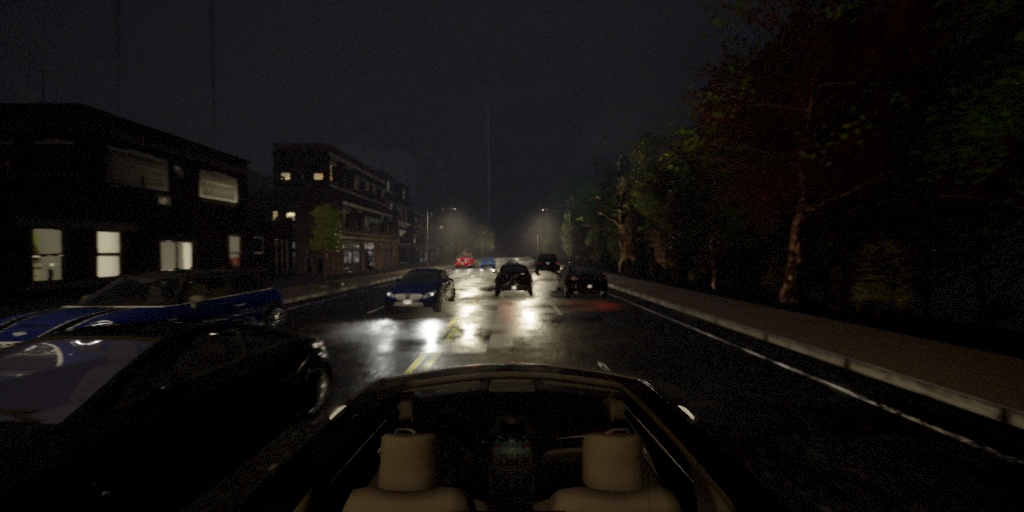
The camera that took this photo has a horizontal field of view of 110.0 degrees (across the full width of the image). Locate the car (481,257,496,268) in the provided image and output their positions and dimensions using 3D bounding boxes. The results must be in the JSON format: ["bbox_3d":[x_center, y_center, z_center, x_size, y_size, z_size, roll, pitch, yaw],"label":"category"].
[{"bbox_3d":[-3.296,0.919,50.358,1.882,1.535,5.008,0,0,1],"label":"car"}]

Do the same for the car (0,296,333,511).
[{"bbox_3d":[-3.340,1.306,2.984,1.994,1.385,4.181,0,0,0],"label":"car"}]

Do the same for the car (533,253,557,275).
[{"bbox_3d":[3.332,0.760,35.607,2.150,2.045,5.566,0,1,0],"label":"car"}]

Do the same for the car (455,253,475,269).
[{"bbox_3d":[-6.547,0.657,50.309,2.150,2.045,5.566,0,1,1],"label":"car"}]

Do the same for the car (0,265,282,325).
[{"bbox_3d":[-6.585,1.070,6.854,2.097,1.767,4.553,0,0,0],"label":"car"}]

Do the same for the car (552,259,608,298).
[{"bbox_3d":[3.354,1.127,17.883,1.882,1.535,5.008,0,1,0],"label":"car"}]

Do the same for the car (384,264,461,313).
[{"bbox_3d":[-3.310,1.201,13.743,1.812,1.442,4.674,0,0,0],"label":"car"}]

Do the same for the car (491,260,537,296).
[{"bbox_3d":[0.103,1.151,18.672,1.837,1.490,4.892,0,1,0],"label":"car"}]
